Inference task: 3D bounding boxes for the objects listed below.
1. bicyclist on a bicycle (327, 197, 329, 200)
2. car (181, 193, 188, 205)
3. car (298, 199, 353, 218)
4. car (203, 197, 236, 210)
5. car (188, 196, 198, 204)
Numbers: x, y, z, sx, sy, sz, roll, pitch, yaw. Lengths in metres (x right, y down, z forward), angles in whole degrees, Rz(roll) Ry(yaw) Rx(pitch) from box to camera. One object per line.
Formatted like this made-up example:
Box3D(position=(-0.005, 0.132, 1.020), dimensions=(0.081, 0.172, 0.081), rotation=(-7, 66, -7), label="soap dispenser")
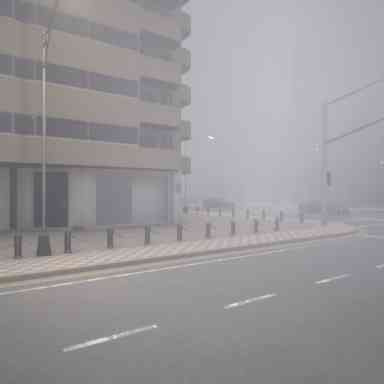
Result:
Box3D(position=(17.322, 1.241, 43.050), dimensions=(1.656, 1.620, 0.582), rotation=(0, 0, -35), label="bicyclist on a bicycle")
Box3D(position=(-3.522, 1.162, 58.373), dimensions=(2.150, 2.045, 5.566), rotation=(0, 0, -34), label="car")
Box3D(position=(11.954, 1.433, 30.012), dimensions=(2.128, 1.511, 4.902), rotation=(0, 0, -36), label="car")
Box3D(position=(3.423, 1.419, 42.033), dimensions=(1.882, 1.535, 5.008), rotation=(0, 1, -35), label="car")
Box3D(position=(-0.785, 1.445, 60.575), dimensions=(1.837, 1.490, 4.892), rotation=(0, 0, -34), label="car")
